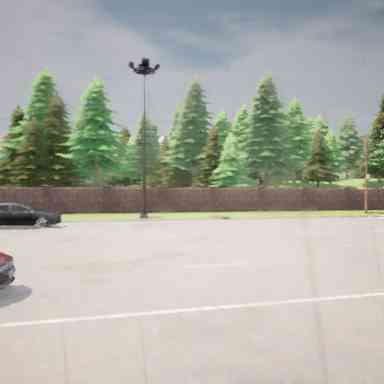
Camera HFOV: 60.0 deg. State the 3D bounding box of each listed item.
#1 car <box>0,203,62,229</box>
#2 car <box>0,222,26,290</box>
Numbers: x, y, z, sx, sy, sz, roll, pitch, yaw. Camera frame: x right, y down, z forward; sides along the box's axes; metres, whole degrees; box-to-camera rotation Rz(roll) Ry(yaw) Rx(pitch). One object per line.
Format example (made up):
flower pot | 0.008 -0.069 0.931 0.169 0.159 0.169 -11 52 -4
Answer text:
car | -10.411 1.420 19.903 4.892 1.490 1.837 0 0 -13
car | -6.109 1.490 6.550 4.674 1.442 1.812 0 0 -14
